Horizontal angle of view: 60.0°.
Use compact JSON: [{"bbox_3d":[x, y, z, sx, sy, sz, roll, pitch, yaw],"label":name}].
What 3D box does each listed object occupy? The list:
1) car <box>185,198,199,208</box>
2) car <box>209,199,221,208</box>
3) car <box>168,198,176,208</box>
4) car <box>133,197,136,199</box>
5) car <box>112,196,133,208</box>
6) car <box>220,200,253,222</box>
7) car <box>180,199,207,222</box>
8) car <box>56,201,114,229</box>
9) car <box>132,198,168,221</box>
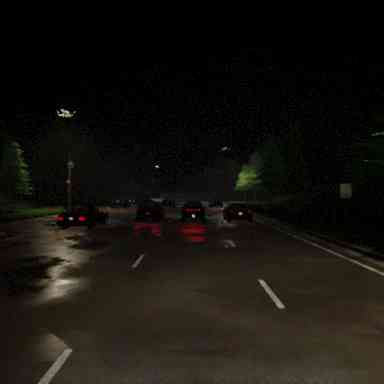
[{"bbox_3d":[0.015,1.636,49.210,1.895,1.301,4.718,0,0,0],"label":"car"},{"bbox_3d":[3.515,1.636,49.263,1.895,1.301,4.718,0,0,0],"label":"car"},{"bbox_3d":[-3.484,1.600,49.741,1.994,1.385,4.181,0,0,0],"label":"car"},{"bbox_3d":[-6.989,1.561,49.069,1.812,1.442,4.674,0,0,0],"label":"car"},{"bbox_3d":[-10.489,1.387,49.040,2.097,1.767,4.553,0,0,0],"label":"car"},{"bbox_3d":[3.607,1.582,26.760,1.994,1.385,4.181,0,0,0],"label":"car"},{"bbox_3d":[0.105,1.522,26.671,1.837,1.490,4.892,0,-1,0],"label":"car"},{"bbox_3d":[-6.896,1.562,21.459,2.033,1.411,5.357,0,0,0],"label":"car"},{"bbox_3d":[-3.394,1.498,27.800,1.882,1.535,5.008,0,0,0],"label":"car"}]
